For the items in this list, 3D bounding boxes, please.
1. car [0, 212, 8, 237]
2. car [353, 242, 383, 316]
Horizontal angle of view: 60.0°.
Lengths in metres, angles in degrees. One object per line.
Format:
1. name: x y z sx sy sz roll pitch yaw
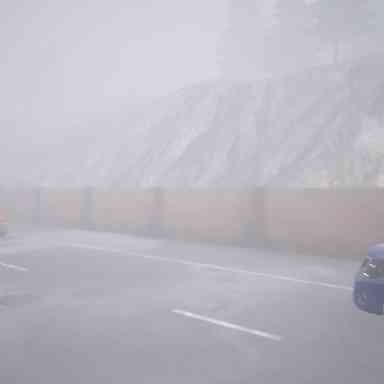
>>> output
1. car: -10.889 1.251 15.969 4.553 1.767 2.097 0 0 35
2. car: 5.306 1.231 4.507 5.566 2.045 2.150 0 0 35
